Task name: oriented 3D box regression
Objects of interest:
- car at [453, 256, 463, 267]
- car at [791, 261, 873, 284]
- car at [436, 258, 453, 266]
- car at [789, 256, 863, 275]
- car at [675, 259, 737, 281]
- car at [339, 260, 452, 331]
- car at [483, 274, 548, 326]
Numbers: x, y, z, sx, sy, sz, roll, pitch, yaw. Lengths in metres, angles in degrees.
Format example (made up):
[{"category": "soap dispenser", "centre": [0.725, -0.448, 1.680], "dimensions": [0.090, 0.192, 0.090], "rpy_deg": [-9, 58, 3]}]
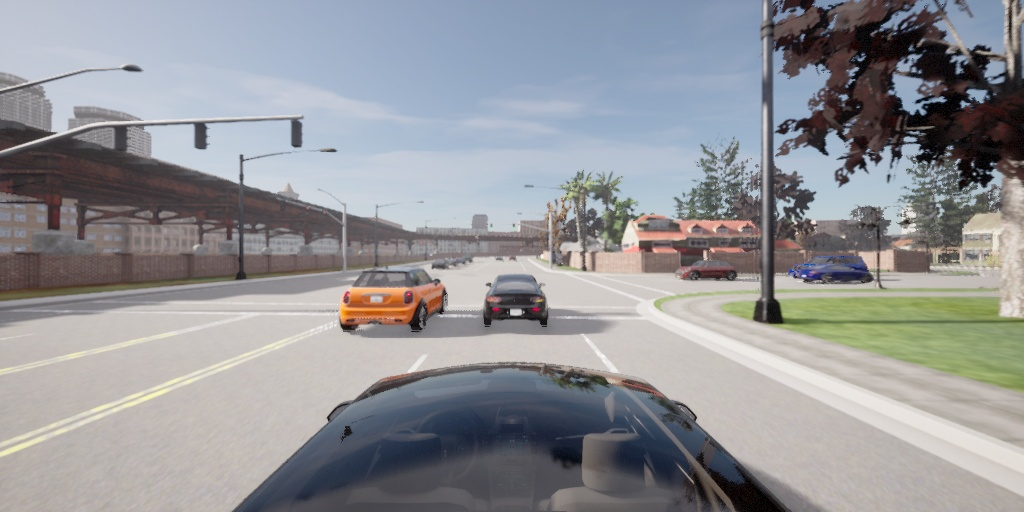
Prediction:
[{"category": "car", "centre": [-10.414, 1.059, 62.160], "dimensions": [2.128, 1.511, 4.902], "rpy_deg": [0, 1, 1]}, {"category": "car", "centre": [23.815, 1.304, 26.508], "dimensions": [4.674, 1.442, 1.812], "rpy_deg": [0, 0, -1]}, {"category": "car", "centre": [-10.487, 1.146, 52.654], "dimensions": [1.882, 1.535, 5.008], "rpy_deg": [0, 1, 0]}, {"category": "car", "centre": [26.682, 1.005, 30.274], "dimensions": [5.566, 2.045, 2.150], "rpy_deg": [0, 0, -2]}, {"category": "car", "centre": [16.141, 1.134, 30.019], "dimensions": [4.553, 1.767, 2.097], "rpy_deg": [0, 0, -1]}, {"category": "car", "centre": [-3.390, 1.111, 11.124], "dimensions": [2.097, 1.767, 4.553], "rpy_deg": [0, 0, 0]}, {"category": "car", "centre": [0.112, 1.286, 11.547], "dimensions": [1.812, 1.442, 4.674], "rpy_deg": [0, 0, 0]}]
